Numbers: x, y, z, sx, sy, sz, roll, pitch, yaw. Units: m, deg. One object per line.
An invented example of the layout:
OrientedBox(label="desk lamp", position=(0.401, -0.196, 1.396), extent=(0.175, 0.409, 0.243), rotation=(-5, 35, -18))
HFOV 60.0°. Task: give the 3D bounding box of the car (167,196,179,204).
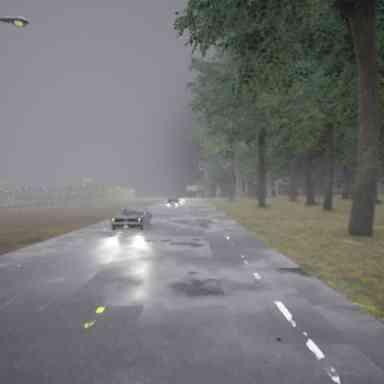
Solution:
OrientedBox(label="car", position=(-3.508, 1.441, 61.926), extent=(1.895, 1.301, 4.718), rotation=(0, 0, 1))

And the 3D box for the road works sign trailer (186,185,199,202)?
OrientedBox(label="road works sign trailer", position=(0.018, 0.297, 67.531), extent=(2.380, 3.560, 2.880), rotation=(0, 0, 1))

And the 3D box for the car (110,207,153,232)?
OrientedBox(label="car", position=(-3.594, 1.588, 20.354), extent=(1.895, 1.301, 4.718), rotation=(0, 0, 0))
